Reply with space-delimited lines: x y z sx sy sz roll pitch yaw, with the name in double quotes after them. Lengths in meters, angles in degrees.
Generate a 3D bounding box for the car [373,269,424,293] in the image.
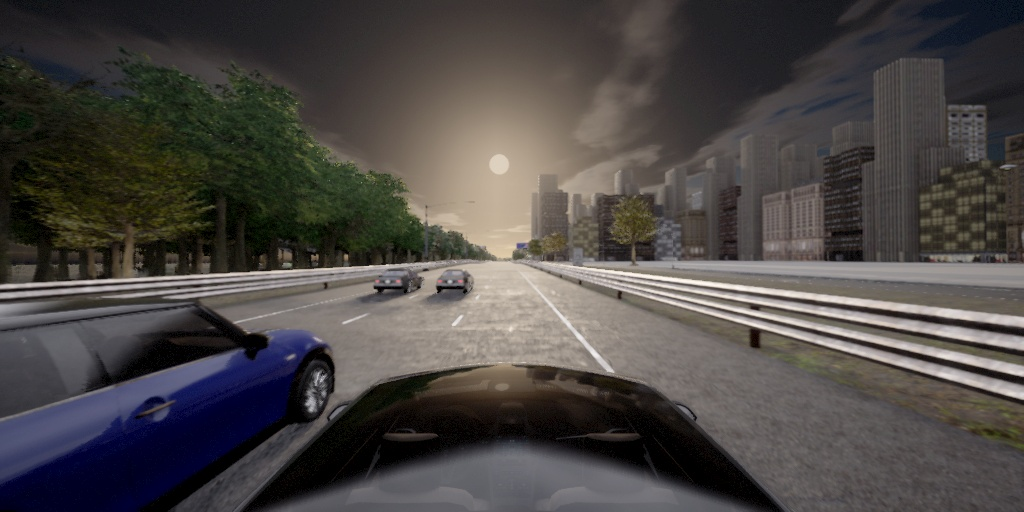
-7.003 1.518 22.649 2.033 1.411 5.357 0 0 0 "car"

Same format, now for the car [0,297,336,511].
-3.417 1.116 2.987 2.097 1.767 4.553 0 -1 0 "car"

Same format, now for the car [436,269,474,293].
-3.503 1.517 22.670 2.033 1.411 5.357 0 0 -1 "car"

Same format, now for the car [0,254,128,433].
-6.913 0.986 2.658 2.150 2.045 5.566 0 0 0 "car"
